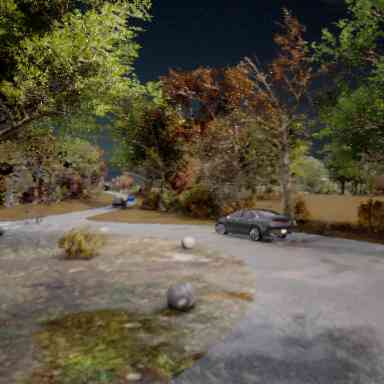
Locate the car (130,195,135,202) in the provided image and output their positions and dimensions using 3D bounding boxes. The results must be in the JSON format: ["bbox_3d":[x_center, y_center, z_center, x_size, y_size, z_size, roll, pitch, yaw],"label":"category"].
[{"bbox_3d":[-17.130,1.724,93.067,2.150,2.045,5.566,-1,2,-10],"label":"car"}]

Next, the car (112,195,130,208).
[{"bbox_3d":[-14.214,2.088,65.350,2.150,2.045,5.566,-2,0,-3],"label":"car"}]

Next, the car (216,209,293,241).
[{"bbox_3d":[3.142,1.663,17.798,1.837,1.490,4.892,1,-2,-30],"label":"car"}]
